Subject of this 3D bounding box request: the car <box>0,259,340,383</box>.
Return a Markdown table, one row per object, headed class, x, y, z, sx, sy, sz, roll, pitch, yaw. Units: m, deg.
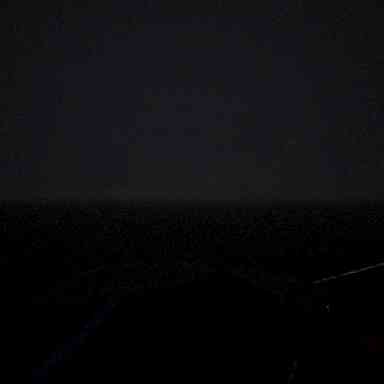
| class | x | y | z | sx | sy | sz | roll | pitch | yaw |
| --- | --- | --- | --- | --- | --- | --- | --- | --- | --- |
| car | -0.610 | 1.542 | 3.556 | 5.357 | 1.411 | 2.033 | 0 | 0 | -35 |
